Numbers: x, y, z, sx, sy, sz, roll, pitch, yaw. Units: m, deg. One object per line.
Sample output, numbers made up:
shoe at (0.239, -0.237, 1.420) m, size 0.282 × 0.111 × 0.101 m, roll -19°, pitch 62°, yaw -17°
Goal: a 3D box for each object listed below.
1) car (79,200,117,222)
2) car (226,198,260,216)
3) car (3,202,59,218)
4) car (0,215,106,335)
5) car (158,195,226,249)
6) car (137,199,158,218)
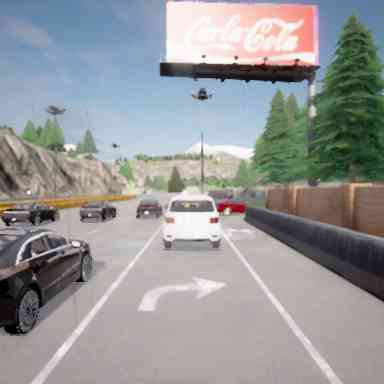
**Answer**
car at (-7.069, 1.389, 25.396) m, size 2.128 × 1.511 × 4.902 m, roll 0°, pitch 0°, yaw 0°
car at (3.978, 1.331, 30.369) m, size 5.008 × 1.535 × 1.882 m, roll 0°, pitch -2°, yaw -25°
car at (-10.554, 1.410, 22.164) m, size 2.128 × 1.511 × 4.902 m, roll 0°, pitch 0°, yaw 0°
car at (-3.475, 1.467, 6.629) m, size 2.128 × 1.511 × 4.902 m, roll 0°, pitch 0°, yaw 0°
car at (-0.013, 1.155, 14.306) m, size 2.150 × 2.045 × 5.566 m, roll 0°, pitch 0°, yaw 0°
car at (-3.586, 1.380, 28.689) m, size 1.837 × 1.490 × 4.892 m, roll 0°, pitch 0°, yaw 0°
